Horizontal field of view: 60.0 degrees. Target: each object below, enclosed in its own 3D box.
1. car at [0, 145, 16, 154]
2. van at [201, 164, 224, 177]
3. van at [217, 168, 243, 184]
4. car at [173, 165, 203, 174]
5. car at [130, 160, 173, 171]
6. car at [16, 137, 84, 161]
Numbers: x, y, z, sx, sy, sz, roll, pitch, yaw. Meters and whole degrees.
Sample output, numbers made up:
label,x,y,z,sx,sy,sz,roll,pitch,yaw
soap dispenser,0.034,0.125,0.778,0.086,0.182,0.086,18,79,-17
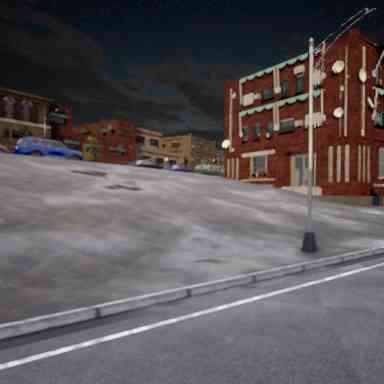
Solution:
label,x,y,z,sx,sy,sz,roll,pitch,yaw
car,-15.984,-3.357,24.411,2.185,1.767,4.553,0,-1,45
van,2.365,-2.622,45.364,1.878,1.987,4.442,0,-2,39
van,5.749,-2.390,49.743,1.878,1.987,4.442,0,-2,38
car,-1.220,-2.571,40.962,2.002,1.452,4.674,0,-2,40
car,-4.781,-2.759,36.719,2.002,1.452,4.674,0,-2,41
car,-12.112,-3.359,28.472,2.435,2.045,5.566,0,-1,44
